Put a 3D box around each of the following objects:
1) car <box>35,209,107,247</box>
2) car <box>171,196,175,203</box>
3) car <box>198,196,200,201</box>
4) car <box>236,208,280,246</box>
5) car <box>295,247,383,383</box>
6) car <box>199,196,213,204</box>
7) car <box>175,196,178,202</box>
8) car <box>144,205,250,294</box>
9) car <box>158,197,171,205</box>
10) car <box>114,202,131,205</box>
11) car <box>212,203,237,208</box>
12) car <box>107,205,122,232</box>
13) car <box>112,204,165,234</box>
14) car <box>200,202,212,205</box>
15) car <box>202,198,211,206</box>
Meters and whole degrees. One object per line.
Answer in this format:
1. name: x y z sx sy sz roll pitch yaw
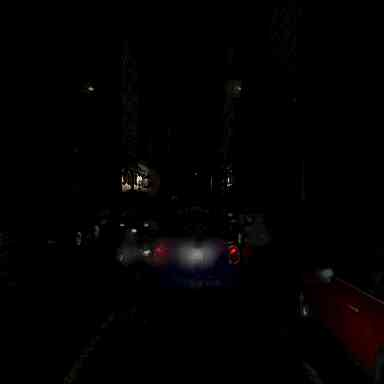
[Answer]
1. car: -5.664 1.668 15.568 1.947 1.339 4.313 0 0 0
2. car: -5.585 2.099 74.489 2.008 1.369 4.403 0 -1 0
3. car: 2.940 2.100 74.473 2.008 1.369 4.403 0 -1 0
4. car: 2.861 1.654 15.564 2.008 1.369 4.403 0 0 0
5. car: 2.857 1.471 4.562 1.967 1.590 4.097 0 0 0
6. car: 2.915 1.897 63.657 1.967 1.590 4.097 0 0 0
7. car: -5.550 2.225 90.544 1.752 1.417 4.829 0 -1 0
8. car: 0.103 1.411 9.131 2.097 1.767 4.553 0 0 0
9. car: -5.609 2.039 63.672 1.802 1.307 4.206 0 0 0
10. car: -5.659 1.616 26.571 1.967 1.590 4.097 0 0 0
11. car: 2.866 1.742 26.566 1.947 1.339 4.313 0 0 0
12. car: -5.662 1.721 21.069 1.802 1.307 4.206 0 0 0
13. car: -3.056 1.681 20.256 2.033 1.411 5.357 0 0 0
14. car: 0.108 1.619 21.434 1.882 1.535 5.008 0 0 0
15. car: 2.928 2.029 69.235 1.752 1.417 4.829 0 -1 0
